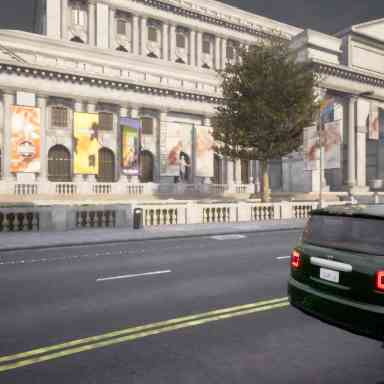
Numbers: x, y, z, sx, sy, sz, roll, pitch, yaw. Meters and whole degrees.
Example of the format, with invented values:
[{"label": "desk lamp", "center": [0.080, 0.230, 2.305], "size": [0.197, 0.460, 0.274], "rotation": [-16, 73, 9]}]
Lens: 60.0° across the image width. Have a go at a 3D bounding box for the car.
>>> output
[{"label": "car", "center": [4.202, 1.221, 5.841], "size": [5.566, 2.045, 2.150], "rotation": [0, 0, -29]}]
